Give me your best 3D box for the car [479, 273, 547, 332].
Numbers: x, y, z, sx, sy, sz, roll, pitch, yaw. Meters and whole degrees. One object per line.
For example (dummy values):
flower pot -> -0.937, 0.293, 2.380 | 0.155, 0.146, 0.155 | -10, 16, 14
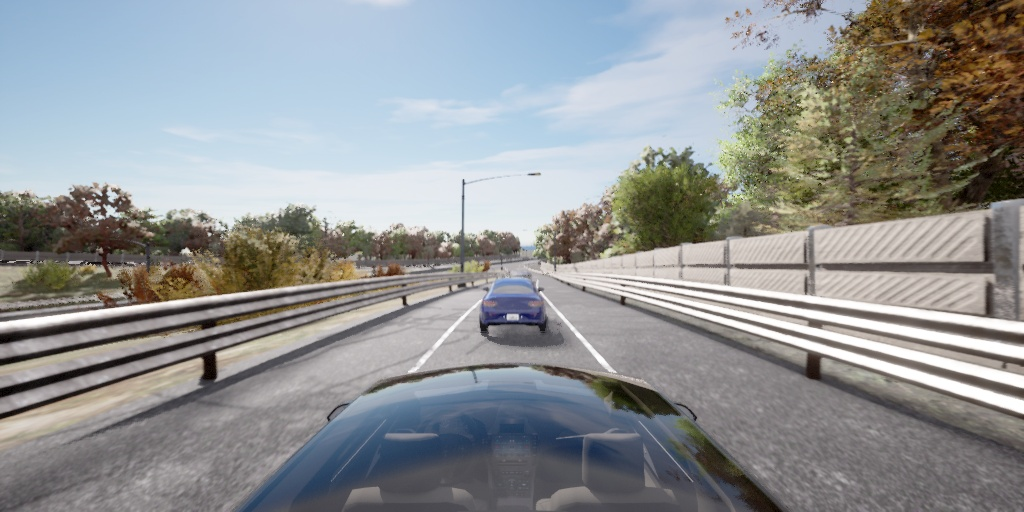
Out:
car -> 0.044, 1.403, 11.190 | 1.812, 1.442, 4.674 | 0, -1, 1

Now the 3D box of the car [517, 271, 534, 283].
car -> 1.861, 2.845, 48.962 | 2.128, 1.511, 4.902 | 0, -2, 4

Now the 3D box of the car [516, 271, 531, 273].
car -> 1.111, 2.394, 38.238 | 2.128, 1.511, 4.902 | 0, -2, 3
